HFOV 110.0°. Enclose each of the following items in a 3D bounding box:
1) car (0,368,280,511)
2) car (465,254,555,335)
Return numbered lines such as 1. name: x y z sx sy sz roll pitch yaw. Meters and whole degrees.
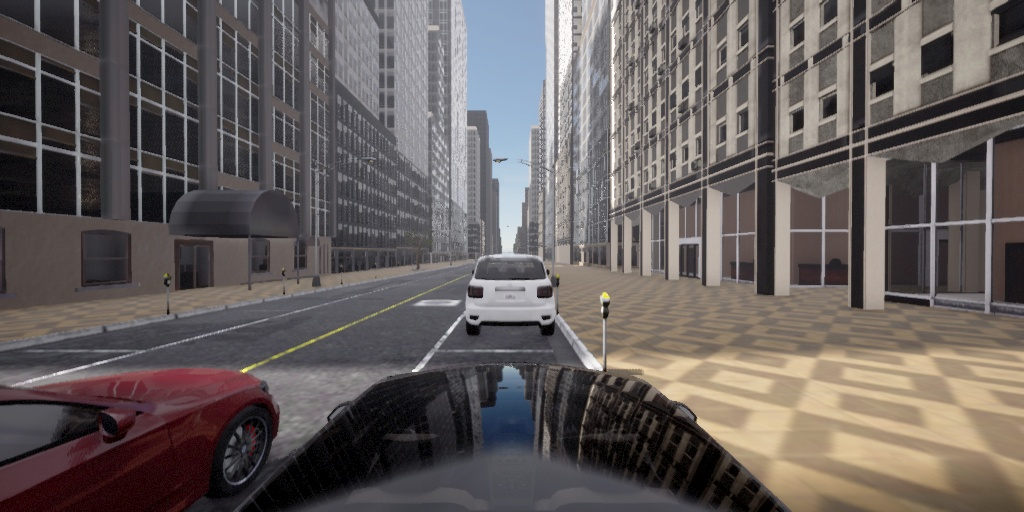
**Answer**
1. car: -3.146 1.269 1.501 1.812 1.442 4.674 0 0 0
2. car: -0.039 0.967 10.531 2.150 2.045 5.566 0 0 0
